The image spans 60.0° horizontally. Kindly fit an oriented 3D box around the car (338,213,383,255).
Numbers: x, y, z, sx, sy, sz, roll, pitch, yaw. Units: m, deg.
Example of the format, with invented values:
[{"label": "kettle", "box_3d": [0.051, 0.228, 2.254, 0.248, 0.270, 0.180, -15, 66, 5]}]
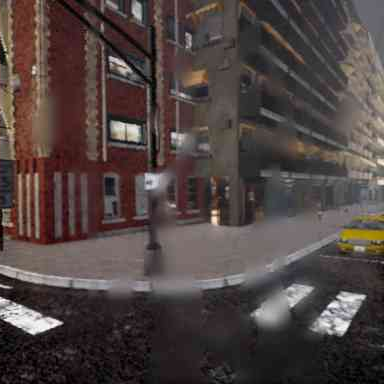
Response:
[{"label": "car", "box_3d": [6.785, 1.507, 12.702, 1.752, 1.417, 4.829, -1, -1, 35]}]
